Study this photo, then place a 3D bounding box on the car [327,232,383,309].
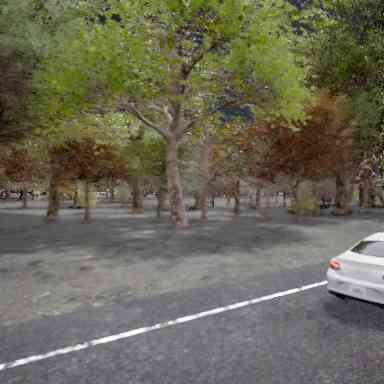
[{"bbox_3d":[4.782,1.573,7.177,4.674,1.442,1.812,1,0,-36],"label":"car"}]
